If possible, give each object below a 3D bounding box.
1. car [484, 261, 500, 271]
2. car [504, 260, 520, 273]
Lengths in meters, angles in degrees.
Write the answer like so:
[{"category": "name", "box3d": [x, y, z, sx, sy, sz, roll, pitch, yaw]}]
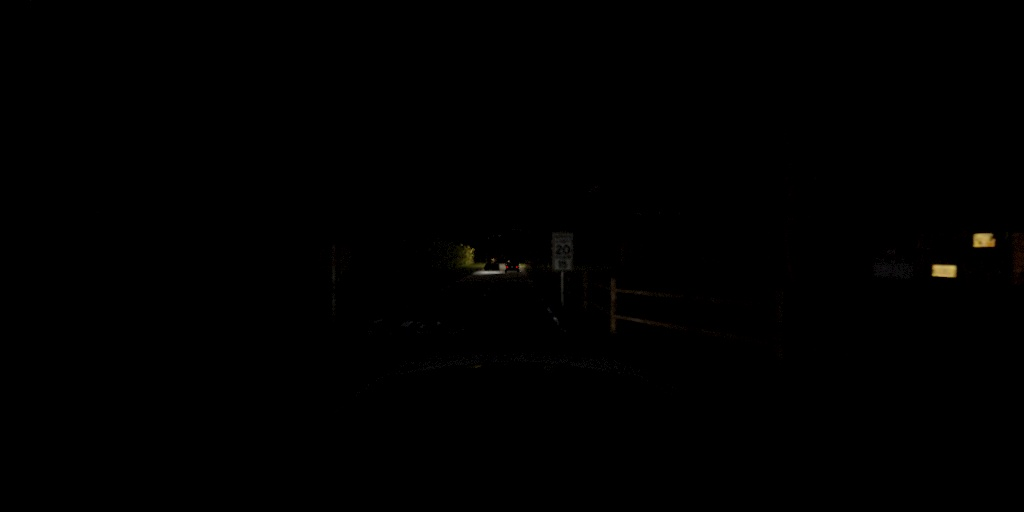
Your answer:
[{"category": "car", "box3d": [-2.741, 1.361, 49.667, 1.994, 1.385, 4.181, 0, 0, 0]}, {"category": "car", "box3d": [0.009, 1.336, 44.636, 2.033, 1.411, 5.357, 0, 0, 0]}]
